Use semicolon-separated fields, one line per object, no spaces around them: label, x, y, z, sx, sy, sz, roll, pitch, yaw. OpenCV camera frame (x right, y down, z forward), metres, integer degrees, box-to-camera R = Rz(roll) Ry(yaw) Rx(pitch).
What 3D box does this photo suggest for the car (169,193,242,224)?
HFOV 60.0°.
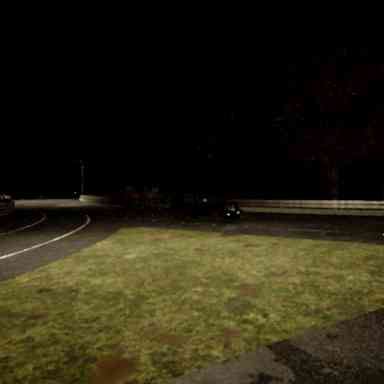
car;0.900;1.065;24.390;5.566;2.045;2.150;0;0;35
